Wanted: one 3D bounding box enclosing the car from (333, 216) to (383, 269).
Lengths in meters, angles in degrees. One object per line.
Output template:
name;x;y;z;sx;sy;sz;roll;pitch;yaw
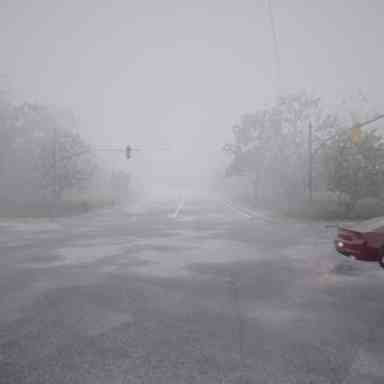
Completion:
car;6.970;1.437;10.083;5.008;1.535;1.882;0;0;0
